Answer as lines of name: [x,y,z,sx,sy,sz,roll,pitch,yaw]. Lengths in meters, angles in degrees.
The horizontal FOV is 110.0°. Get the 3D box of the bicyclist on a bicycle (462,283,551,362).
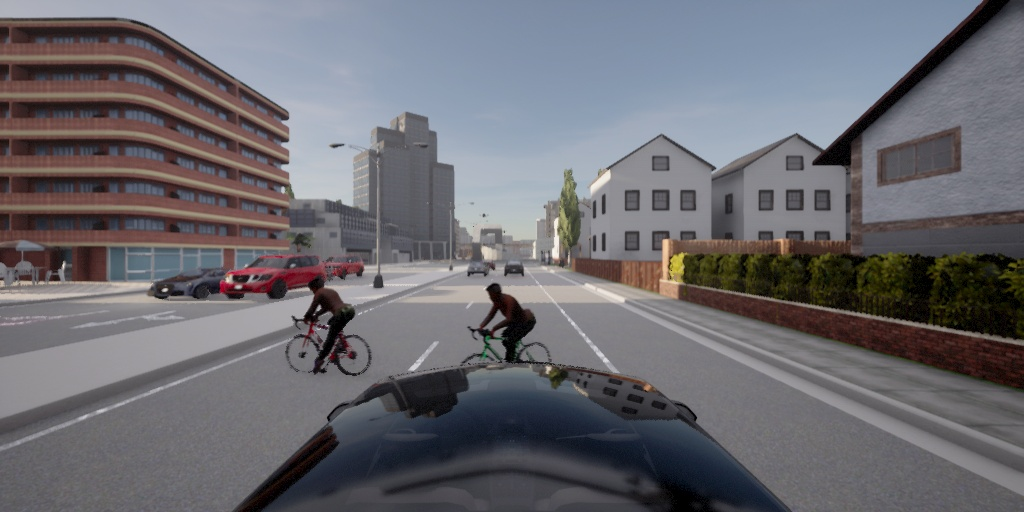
bicyclist on a bicycle: [-0.095,1.199,5.198,1.656,1.620,0.582,-3,1,-32]

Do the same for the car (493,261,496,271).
car: [-3.233,1.158,48.193,1.882,1.535,5.008,0,0,1]

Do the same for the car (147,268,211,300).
car: [-15.019,1.290,17.545,1.994,1.385,4.181,0,0,1]

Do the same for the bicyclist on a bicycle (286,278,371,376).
bicyclist on a bicycle: [-3.101,1.199,5.994,1.656,1.620,0.582,-2,0,12]

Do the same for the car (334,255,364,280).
car: [-14.923,0.927,31.423,2.150,2.045,5.566,0,0,0]

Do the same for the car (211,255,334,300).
car: [-11.501,0.948,17.886,2.150,2.045,5.566,0,0,1]

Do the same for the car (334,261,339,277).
car: [-14.891,1.277,26.290,1.994,1.385,4.181,0,0,0]

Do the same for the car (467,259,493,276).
car: [-3.285,1.247,35.498,2.033,1.411,5.357,0,0,1]

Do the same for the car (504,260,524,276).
car: [0.221,1.176,35.946,1.882,1.535,5.008,0,0,1]
